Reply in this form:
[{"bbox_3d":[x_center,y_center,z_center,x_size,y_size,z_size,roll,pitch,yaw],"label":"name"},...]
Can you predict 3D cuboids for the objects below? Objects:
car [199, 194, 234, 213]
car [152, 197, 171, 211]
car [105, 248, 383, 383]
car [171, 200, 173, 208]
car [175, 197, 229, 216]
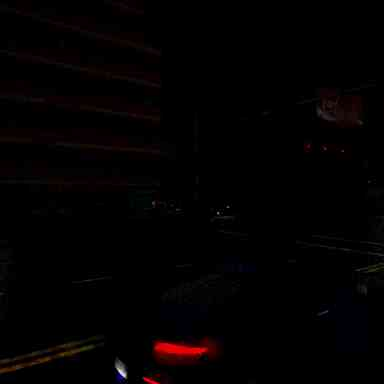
[{"bbox_3d":[2.148,1.222,36.675,2.150,2.045,5.566,0,0,-36],"label":"car"},{"bbox_3d":[-4.935,1.352,40.524,2.097,1.767,4.553,0,0,-36],"label":"car"},{"bbox_3d":[1.180,1.526,4.581,4.674,1.442,1.812,0,0,-36],"label":"car"},{"bbox_3d":[-3.703,1.564,44.817,1.994,1.385,4.181,0,0,-35],"label":"car"},{"bbox_3d":[0.848,1.547,32.489,2.033,1.411,5.357,0,0,-36],"label":"car"}]
